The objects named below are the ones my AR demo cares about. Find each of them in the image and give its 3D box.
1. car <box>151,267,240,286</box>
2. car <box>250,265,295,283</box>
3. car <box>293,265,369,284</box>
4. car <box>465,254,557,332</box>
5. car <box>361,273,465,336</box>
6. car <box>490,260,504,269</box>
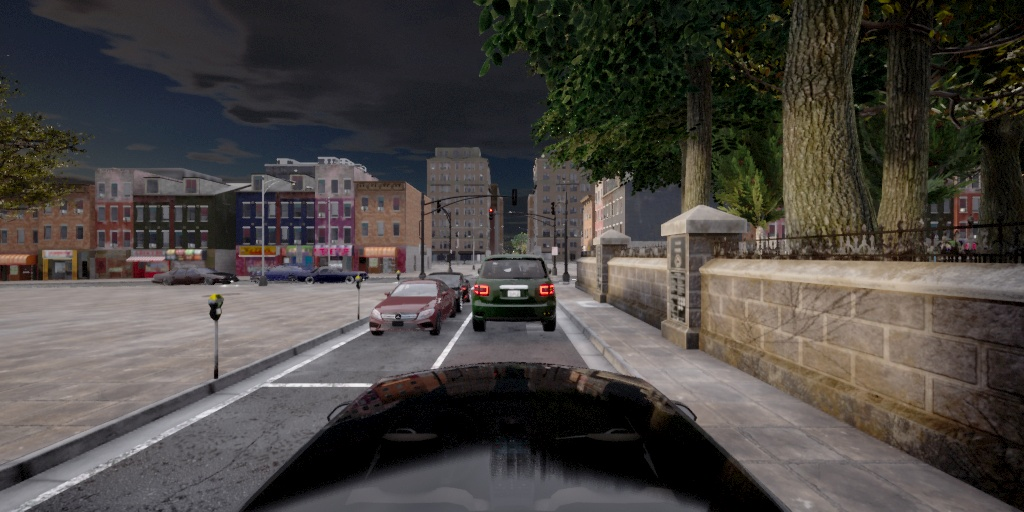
[{"bbox_3d":[-23.691,1.555,26.909,5.357,1.411,2.033,-1,0,0],"label":"car"},{"bbox_3d":[-19.079,1.468,29.809,4.674,1.442,1.812,-1,0,1],"label":"car"},{"bbox_3d":[-13.358,1.478,26.942,4.718,1.301,1.895,-1,0,0],"label":"car"},{"bbox_3d":[0.076,0.971,11.058,2.150,2.045,5.566,0,0,1],"label":"car"},{"bbox_3d":[-2.638,1.331,10.379,1.802,1.307,4.207,0,0,0],"label":"car"},{"bbox_3d":[-2.292,1.301,55.231,1.994,1.385,4.181,0,0,0],"label":"car"}]
